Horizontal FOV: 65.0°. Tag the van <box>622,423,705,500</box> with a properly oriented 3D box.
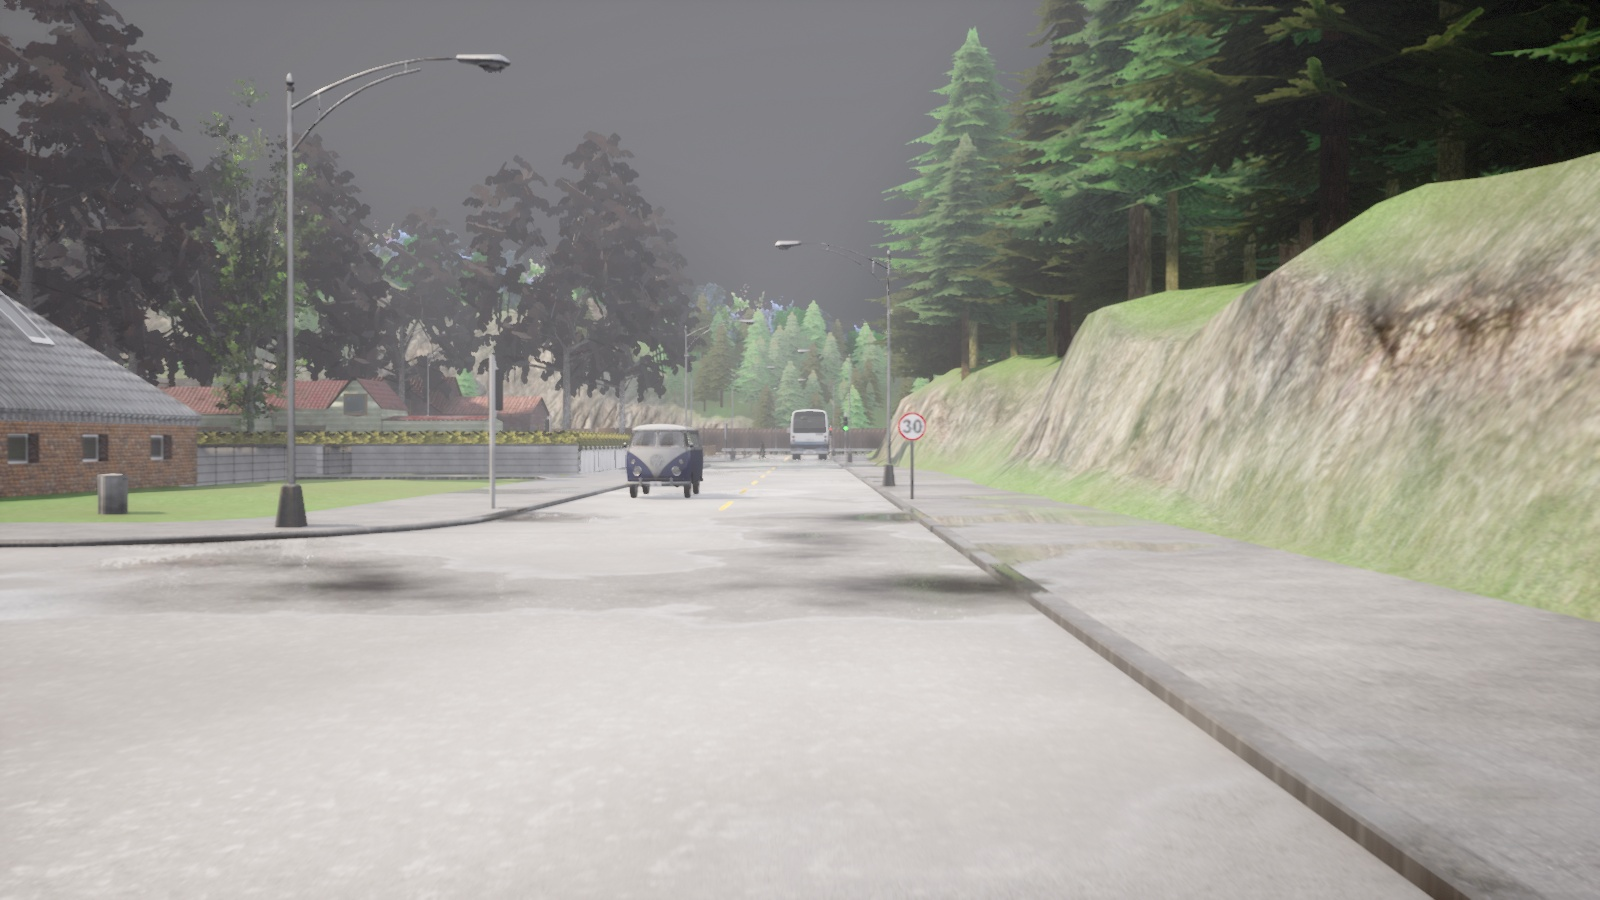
[{"bbox_3d":[-3.720,0.284,34.844,1.775,1.987,4.442,0,0,0],"label":"van"}]
